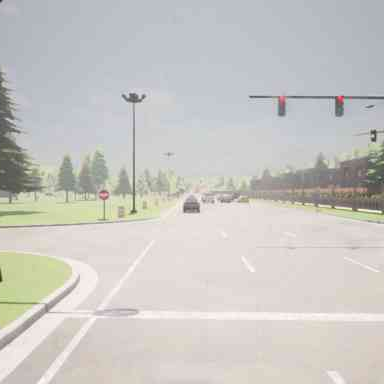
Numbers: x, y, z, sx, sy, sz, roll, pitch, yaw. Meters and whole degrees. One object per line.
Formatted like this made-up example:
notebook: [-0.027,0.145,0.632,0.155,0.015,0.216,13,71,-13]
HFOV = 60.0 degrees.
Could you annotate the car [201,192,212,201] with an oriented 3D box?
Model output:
car: [3.393,1.057,78.548,2.150,2.045,5.566,0,0,0]

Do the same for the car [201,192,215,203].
car: [3.408,1.221,68.128,2.150,2.045,5.566,0,0,0]

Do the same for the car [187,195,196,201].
car: [-0.107,1.372,78.513,2.033,1.411,5.357,0,0,0]

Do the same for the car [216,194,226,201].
car: [6.893,1.310,78.522,1.882,1.535,5.008,0,0,0]

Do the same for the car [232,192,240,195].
car: [10.393,1.057,78.557,2.150,2.045,5.566,0,0,0]

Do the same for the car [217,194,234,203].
car: [6.907,1.564,68.519,1.994,1.385,4.181,0,0,0]

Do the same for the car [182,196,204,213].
car: [-0.051,1.492,37.480,2.128,1.511,4.902,0,0,0]

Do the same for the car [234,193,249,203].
car: [10.408,1.477,68.107,1.882,1.535,5.008,0,0,0]
